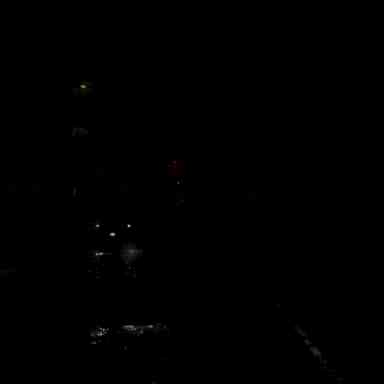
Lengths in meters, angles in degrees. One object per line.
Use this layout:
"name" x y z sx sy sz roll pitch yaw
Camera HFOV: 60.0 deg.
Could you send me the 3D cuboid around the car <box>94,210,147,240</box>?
"car" -3.599 1.627 17.350 1.895 1.301 4.718 0 0 0
